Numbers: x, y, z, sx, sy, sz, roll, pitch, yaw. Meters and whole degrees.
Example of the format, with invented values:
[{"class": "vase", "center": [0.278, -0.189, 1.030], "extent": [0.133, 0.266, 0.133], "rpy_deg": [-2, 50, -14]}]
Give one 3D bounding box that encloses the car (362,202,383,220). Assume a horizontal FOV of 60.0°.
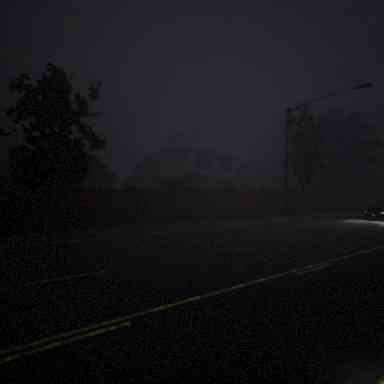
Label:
[{"class": "car", "center": [16.220, 1.597, 28.080], "extent": [4.674, 1.442, 1.812], "rpy_deg": [0, 0, -41]}]
